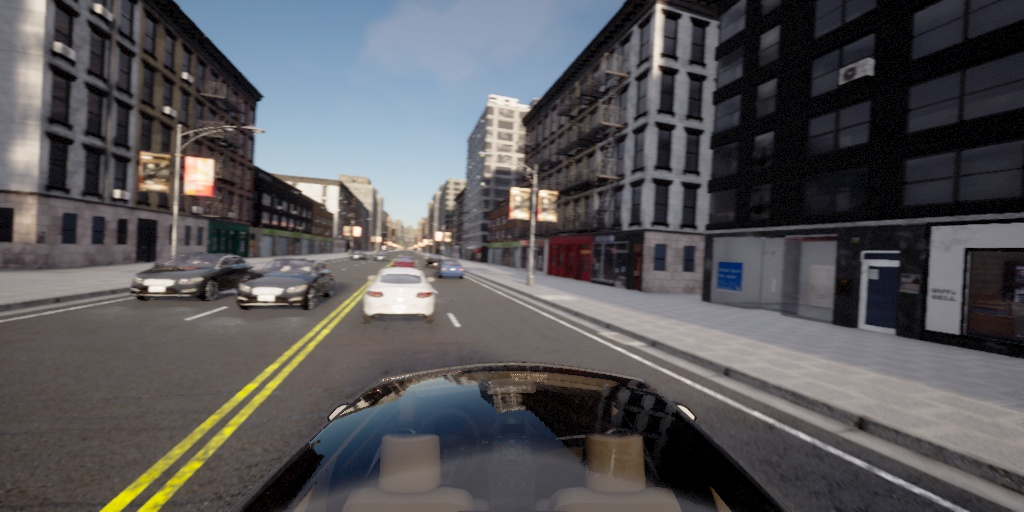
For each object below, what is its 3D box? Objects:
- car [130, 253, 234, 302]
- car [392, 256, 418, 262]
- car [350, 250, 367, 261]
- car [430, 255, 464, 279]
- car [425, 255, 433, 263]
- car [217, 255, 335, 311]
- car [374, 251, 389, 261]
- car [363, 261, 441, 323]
[{"bbox_3d":[-10.852,0.643,12.644,2.128,1.511,4.902,3,0,-16],"label":"car"},{"bbox_3d":[-8.423,0.727,28.205,1.812,1.442,4.674,3,0,-16],"label":"car"},{"bbox_3d":[-22.465,-0.124,52.595,2.128,1.511,4.902,3,0,-16],"label":"car"},{"bbox_3d":[-4.852,0.932,27.490,2.033,1.411,5.357,3,0,-16],"label":"car"},{"bbox_3d":[-8.943,0.593,41.374,1.882,1.535,5.008,3,0,-16],"label":"car"},{"bbox_3d":[-7.287,0.825,12.014,2.128,1.511,4.902,3,0,-16],"label":"car"},{"bbox_3d":[-19.023,0.051,52.374,2.128,1.511,4.902,3,0,-16],"label":"car"},{"bbox_3d":[-3.391,1.060,10.973,1.812,1.442,4.674,3,0,-16],"label":"car"}]
